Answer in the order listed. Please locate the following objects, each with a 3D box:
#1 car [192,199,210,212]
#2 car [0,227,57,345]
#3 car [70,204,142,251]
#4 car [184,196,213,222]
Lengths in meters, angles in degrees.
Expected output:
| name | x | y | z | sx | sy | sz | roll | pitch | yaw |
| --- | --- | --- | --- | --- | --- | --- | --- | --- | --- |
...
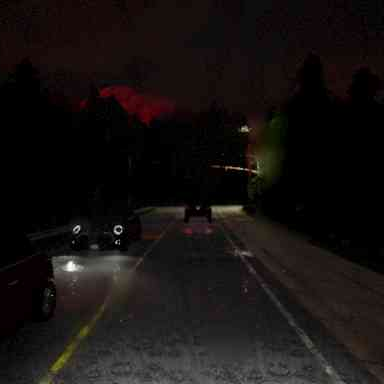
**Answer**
| name | x | y | z | sx | sy | sz | roll | pitch | yaw |
| --- | --- | --- | --- | --- | --- | --- | --- | --- | --- |
| car | 1.264 | 1.689 | 43.807 | 2.128 | 1.511 | 4.902 | 0 | 0 | 3 |
| car | -3.578 | 1.371 | 4.291 | 2.097 | 1.767 | 4.553 | 0 | 0 | 0 |
| car | -3.503 | 1.416 | 14.334 | 2.097 | 1.767 | 4.553 | 0 | 0 | 1 |
| car | 0.534 | 1.347 | 28.014 | 2.150 | 2.045 | 5.566 | 0 | 0 | 2 |
